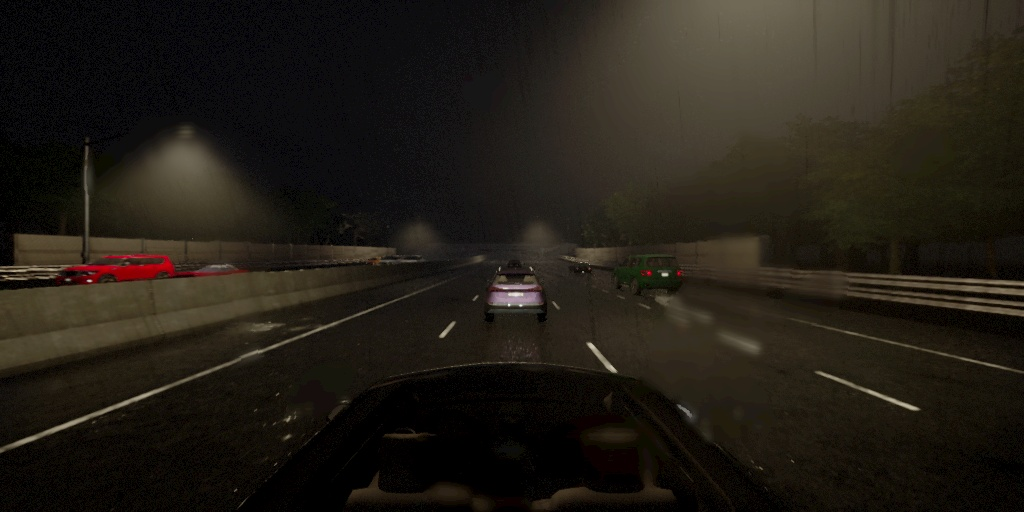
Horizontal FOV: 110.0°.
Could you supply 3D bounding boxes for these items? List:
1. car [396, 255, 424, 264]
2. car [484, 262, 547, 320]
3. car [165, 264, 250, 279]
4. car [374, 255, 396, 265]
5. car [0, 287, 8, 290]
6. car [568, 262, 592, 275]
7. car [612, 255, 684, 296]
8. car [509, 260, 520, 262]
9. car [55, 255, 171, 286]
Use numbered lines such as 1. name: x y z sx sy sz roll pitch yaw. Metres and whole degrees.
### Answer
1. car: -13.813 0.936 49.935 2.150 2.045 5.566 0 0 1
2. car: 0.117 1.176 12.557 2.033 1.649 4.856 0 0 0
3. car: -21.032 1.341 25.232 1.895 1.301 4.718 0 0 0
4. car: -17.288 0.924 51.637 2.150 2.045 5.566 0 0 1
5. car: -14.092 1.100 7.452 2.097 1.767 4.553 0 0 0
6. car: 7.253 1.336 38.676 1.895 1.301 4.718 0 0 0
7. car: 7.138 0.965 19.381 2.150 2.045 5.566 0 0 0
8. car: 0.293 1.237 43.421 1.837 1.490 4.892 0 0 1
9. car: -24.543 0.964 22.589 2.150 2.045 5.566 0 0 0
